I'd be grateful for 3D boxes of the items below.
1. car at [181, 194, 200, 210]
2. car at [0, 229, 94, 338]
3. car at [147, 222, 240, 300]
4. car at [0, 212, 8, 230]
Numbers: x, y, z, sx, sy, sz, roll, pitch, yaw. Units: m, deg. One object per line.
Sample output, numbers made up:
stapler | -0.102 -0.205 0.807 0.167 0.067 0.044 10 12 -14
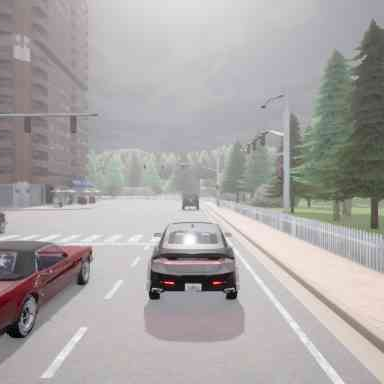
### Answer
car | -0.187 1.221 43.809 2.150 2.045 5.566 0 0 -1
car | -3.451 1.601 6.529 1.895 1.301 4.718 0 0 0
car | 0.022 1.492 8.378 2.128 1.511 4.902 0 0 0
car | -10.851 1.480 16.455 1.882 1.535 5.008 1 0 -10
